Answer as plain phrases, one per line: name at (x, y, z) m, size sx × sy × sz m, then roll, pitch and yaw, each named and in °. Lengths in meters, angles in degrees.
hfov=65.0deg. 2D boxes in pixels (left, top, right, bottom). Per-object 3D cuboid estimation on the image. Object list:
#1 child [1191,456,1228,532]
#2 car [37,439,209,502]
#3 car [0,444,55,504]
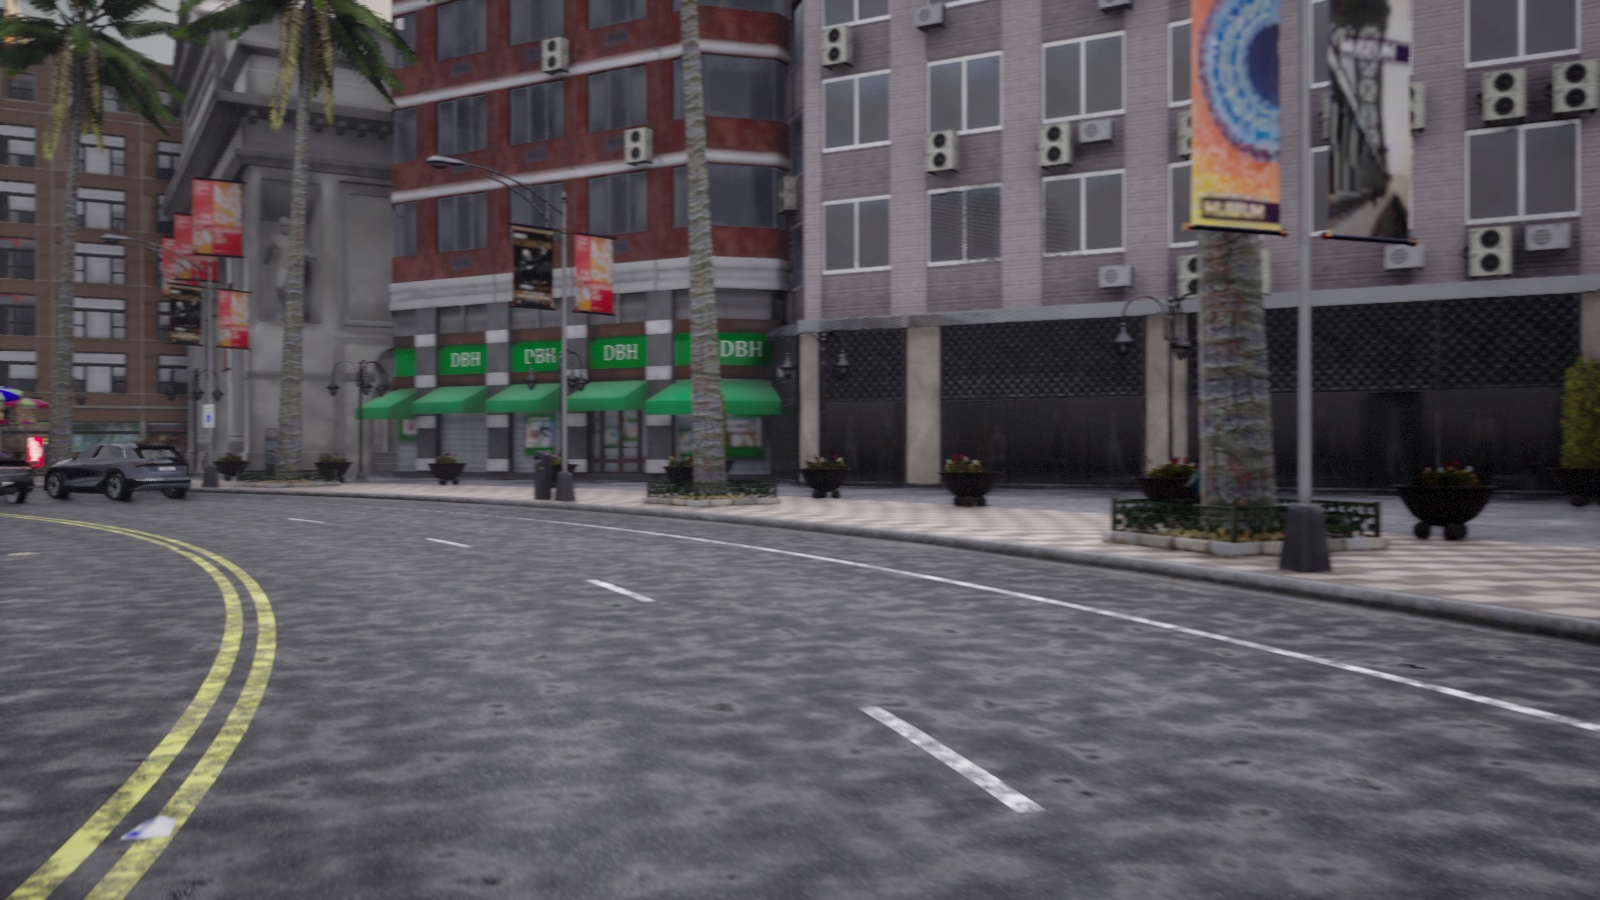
child at (6.574, 0.700, 20.175) m, size 0.343 × 1.192 × 0.448 m, roll 0°, pitch 0°, yaw -35°
car at (-19.074, 0.524, 35.325) m, size 4.856 × 1.649 × 2.033 m, roll 1°, pitch 1°, yaw 30°
car at (-22.026, 0.585, 32.983) m, size 4.902 × 1.511 × 2.128 m, roll 0°, pitch 0°, yaw 30°
